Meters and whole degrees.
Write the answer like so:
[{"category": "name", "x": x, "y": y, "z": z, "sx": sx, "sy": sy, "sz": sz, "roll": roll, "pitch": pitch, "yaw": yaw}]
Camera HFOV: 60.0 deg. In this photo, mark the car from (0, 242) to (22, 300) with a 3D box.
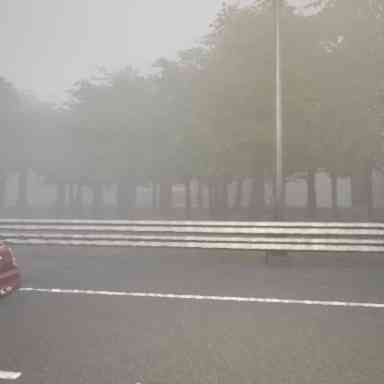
[{"category": "car", "x": -5.875, "y": 1.416, "z": 6.482, "sx": 4.553, "sy": 1.767, "sz": 2.097, "roll": 0, "pitch": -1, "yaw": 9}]
